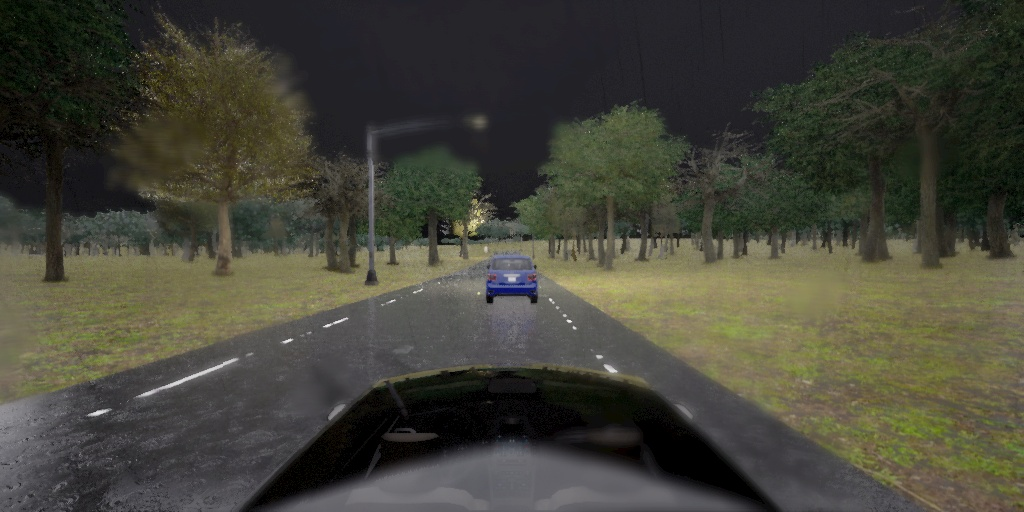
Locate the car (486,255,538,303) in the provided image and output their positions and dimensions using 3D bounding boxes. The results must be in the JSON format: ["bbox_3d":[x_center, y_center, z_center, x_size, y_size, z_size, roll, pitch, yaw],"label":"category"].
[{"bbox_3d":[0.000,0.990,16.530,2.150,2.045,5.566,0,0,0],"label":"car"}]
